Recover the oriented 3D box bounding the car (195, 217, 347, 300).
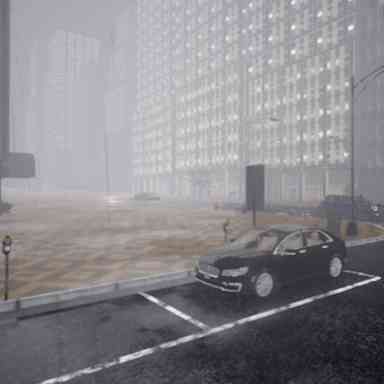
[{"bbox_3d":[2.094,1.514,8.204,4.403,1.369,2.008,0,1,-36],"label":"car"}]

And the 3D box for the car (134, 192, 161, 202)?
[{"bbox_3d":[-6.559,0.684,48.551,2.033,1.411,5.357,0,1,-35],"label":"car"}]

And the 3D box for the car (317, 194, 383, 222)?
[{"bbox_3d":[11.157,0.989,23.067,2.097,1.767,4.553,0,1,-35],"label":"car"}]
